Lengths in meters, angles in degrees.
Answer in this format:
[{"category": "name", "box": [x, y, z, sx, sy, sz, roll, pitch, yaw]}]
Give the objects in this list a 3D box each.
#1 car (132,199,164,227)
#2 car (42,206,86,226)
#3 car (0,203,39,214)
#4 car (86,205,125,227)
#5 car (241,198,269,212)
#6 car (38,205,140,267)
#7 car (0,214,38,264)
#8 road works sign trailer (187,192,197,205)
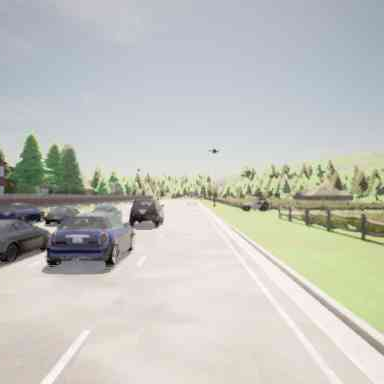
[{"category": "car", "box": [-3.472, 1.568, 26.200, 2.150, 2.045, 5.566, 0, 0, 0]}, {"category": "car", "box": [-10.456, 1.927, 27.567, 1.994, 1.385, 4.181, 0, -1, 1]}, {"category": "car", "box": [-13.959, 1.710, 27.237, 2.097, 1.767, 4.553, 0, -1, 0]}, {"category": "car", "box": [-6.959, 1.866, 27.345, 1.837, 1.490, 4.892, 0, 0, 1]}, {"category": "car", "box": [8.920, 1.829, 46.920, 3.866, 1.878, 1.905, 0, -1, 0]}, {"category": "car", "box": [-3.459, 1.513, 12.236, 2.097, 1.767, 4.553, 0, -1, 1]}, {"category": "car", "box": [-6.956, 1.731, 12.580, 1.994, 1.385, 4.181, 0, -1, 1]}, {"category": "road works sign trailer", "box": [-0.002, 1.615, 87.721, 2.380, 3.560, 2.880, 0, -1, 0]}]
